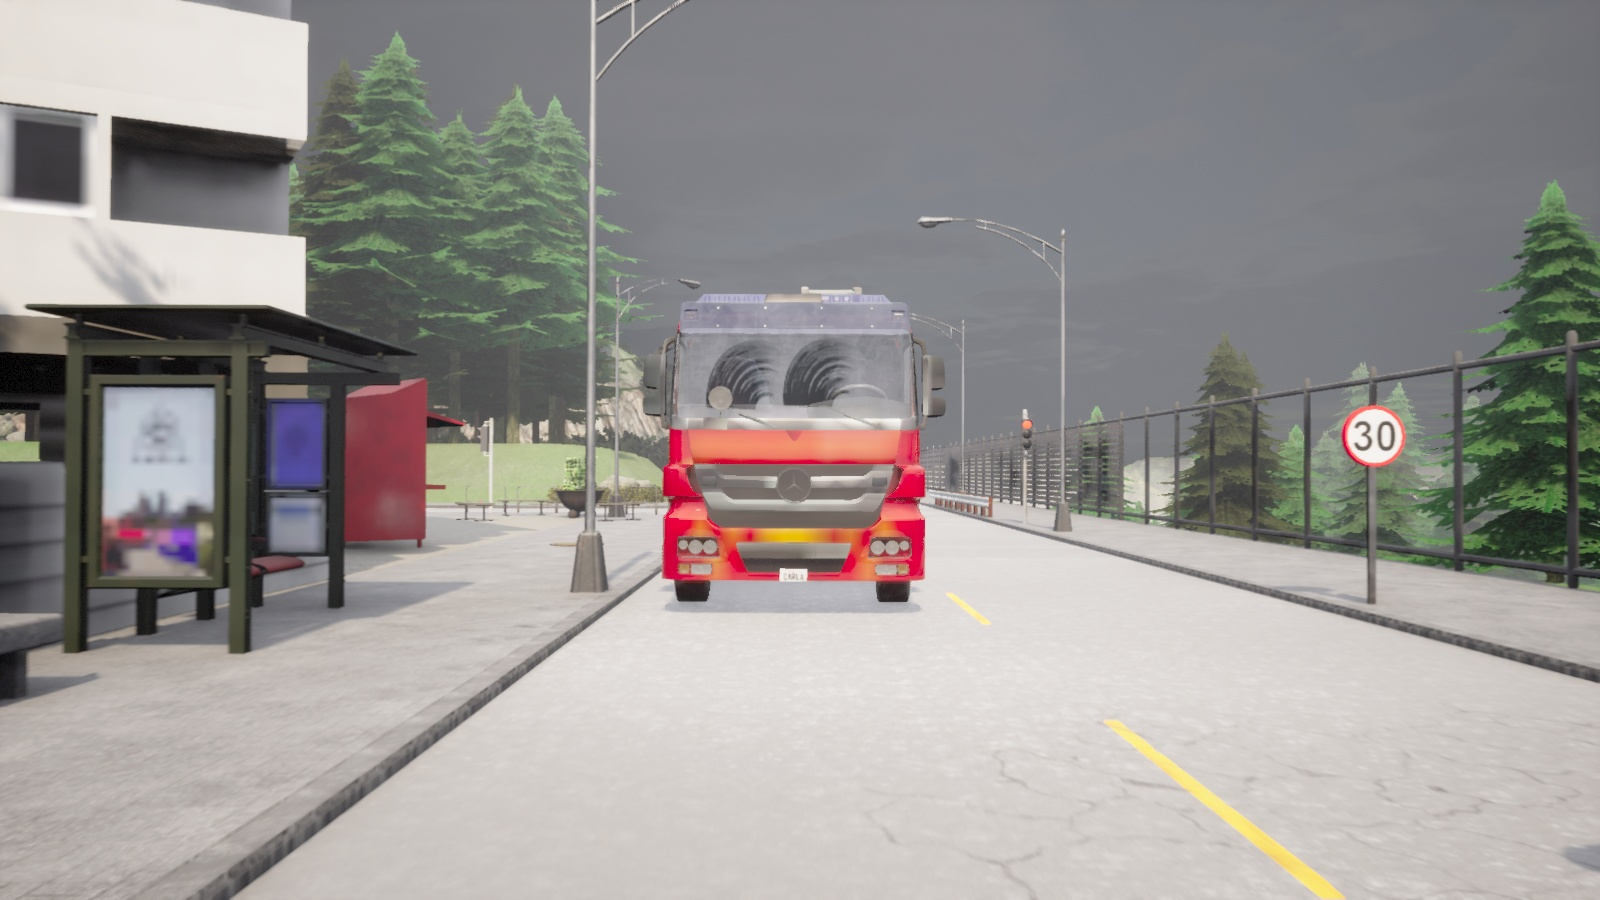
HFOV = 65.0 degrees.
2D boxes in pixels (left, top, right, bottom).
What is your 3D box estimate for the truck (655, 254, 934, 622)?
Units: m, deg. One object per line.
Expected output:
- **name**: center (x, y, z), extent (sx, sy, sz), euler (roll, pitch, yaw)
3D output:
- **truck**: center (-0.090, -0.059, 17.321), extent (2.891, 3.827, 8.468), euler (0, -1, 0)
